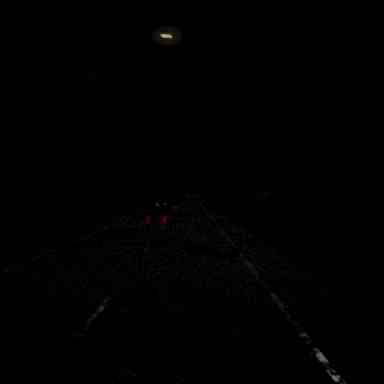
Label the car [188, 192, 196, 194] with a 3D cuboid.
[{"bbox_3d":[-0.062,1.124,73.709,2.150,2.045,5.566,0,0,0],"label":"car"}]

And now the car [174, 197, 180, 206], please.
[{"bbox_3d":[-2.955,1.524,54.666,1.895,1.301,4.718,0,0,2],"label":"car"}]

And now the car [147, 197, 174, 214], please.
[{"bbox_3d":[-3.404,1.301,34.981,2.097,1.767,4.553,0,0,0],"label":"car"}]

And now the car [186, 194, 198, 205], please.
[{"bbox_3d":[0.051,1.485,56.342,1.994,1.385,4.181,0,0,0],"label":"car"}]
